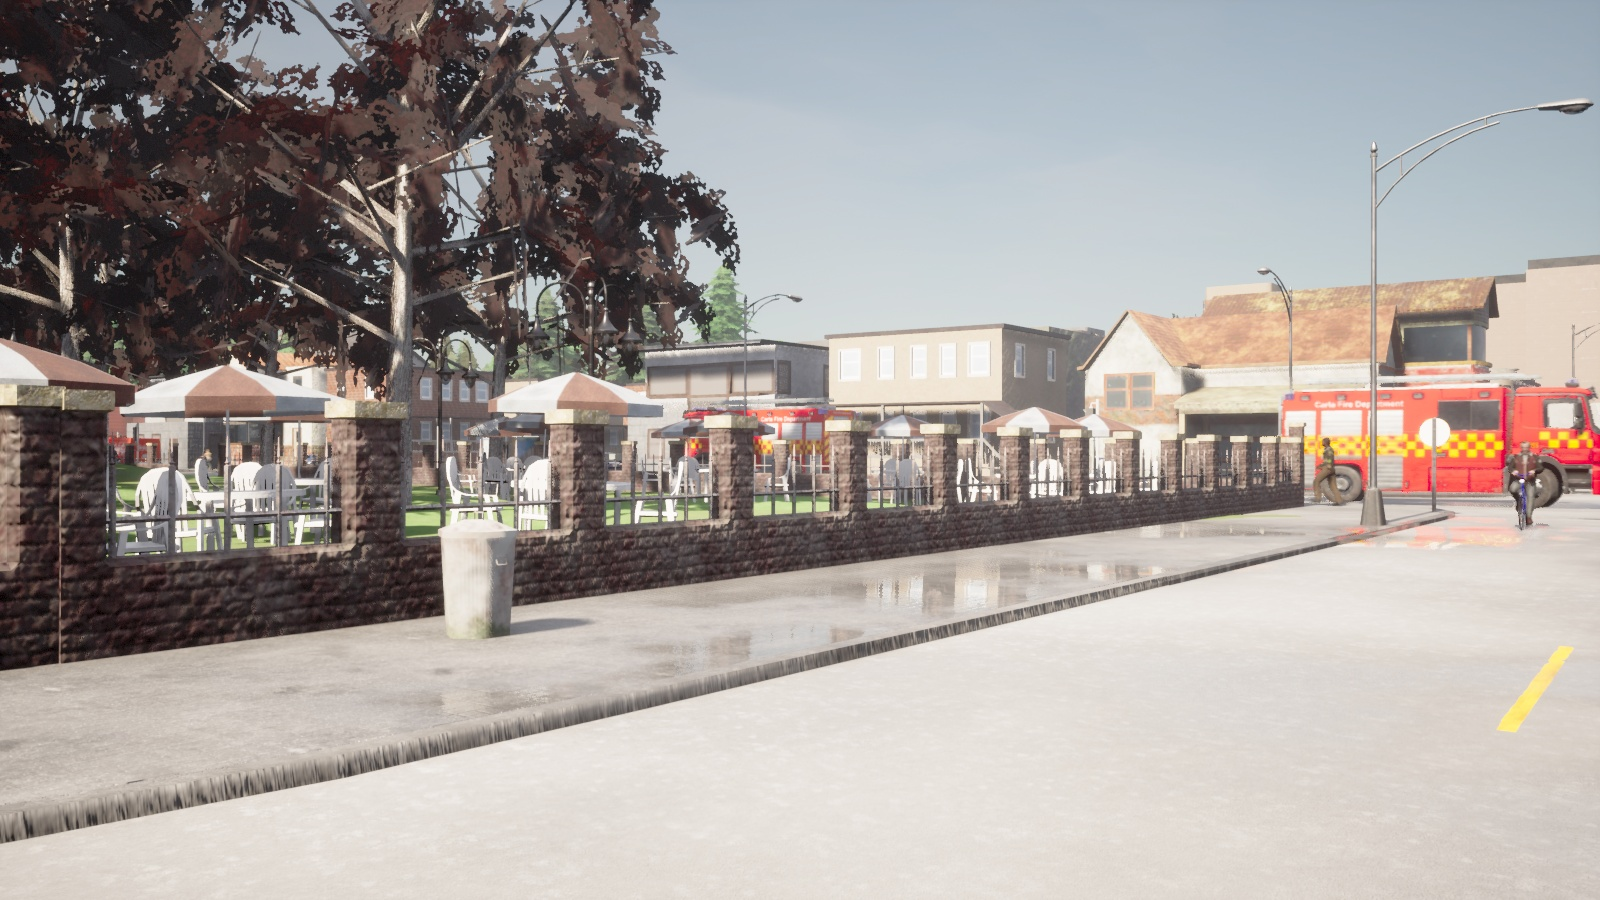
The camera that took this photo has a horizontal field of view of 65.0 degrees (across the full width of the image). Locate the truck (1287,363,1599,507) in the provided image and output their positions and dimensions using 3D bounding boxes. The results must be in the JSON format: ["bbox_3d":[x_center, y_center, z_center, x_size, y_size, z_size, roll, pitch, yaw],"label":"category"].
[{"bbox_3d":[19.064,-0.384,36.846,8.468,3.827,2.891,0,-1,34],"label":"truck"}]

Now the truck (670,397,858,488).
[{"bbox_3d":[-1.704,-0.313,56.564,8.468,3.827,2.891,0,0,36],"label":"truck"}]

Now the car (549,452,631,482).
[{"bbox_3d":[-10.578,0.843,63.054,3.806,1.475,1.970,0,0,37],"label":"car"}]

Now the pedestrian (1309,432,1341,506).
[{"bbox_3d":[13.870,0.493,33.192,0.692,1.930,0.395,0,0,44],"label":"pedestrian"}]

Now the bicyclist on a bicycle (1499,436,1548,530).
[{"bbox_3d":[14.223,0.637,24.673,0.659,1.776,1.843,0,0,35],"label":"bicyclist on a bicycle"}]
